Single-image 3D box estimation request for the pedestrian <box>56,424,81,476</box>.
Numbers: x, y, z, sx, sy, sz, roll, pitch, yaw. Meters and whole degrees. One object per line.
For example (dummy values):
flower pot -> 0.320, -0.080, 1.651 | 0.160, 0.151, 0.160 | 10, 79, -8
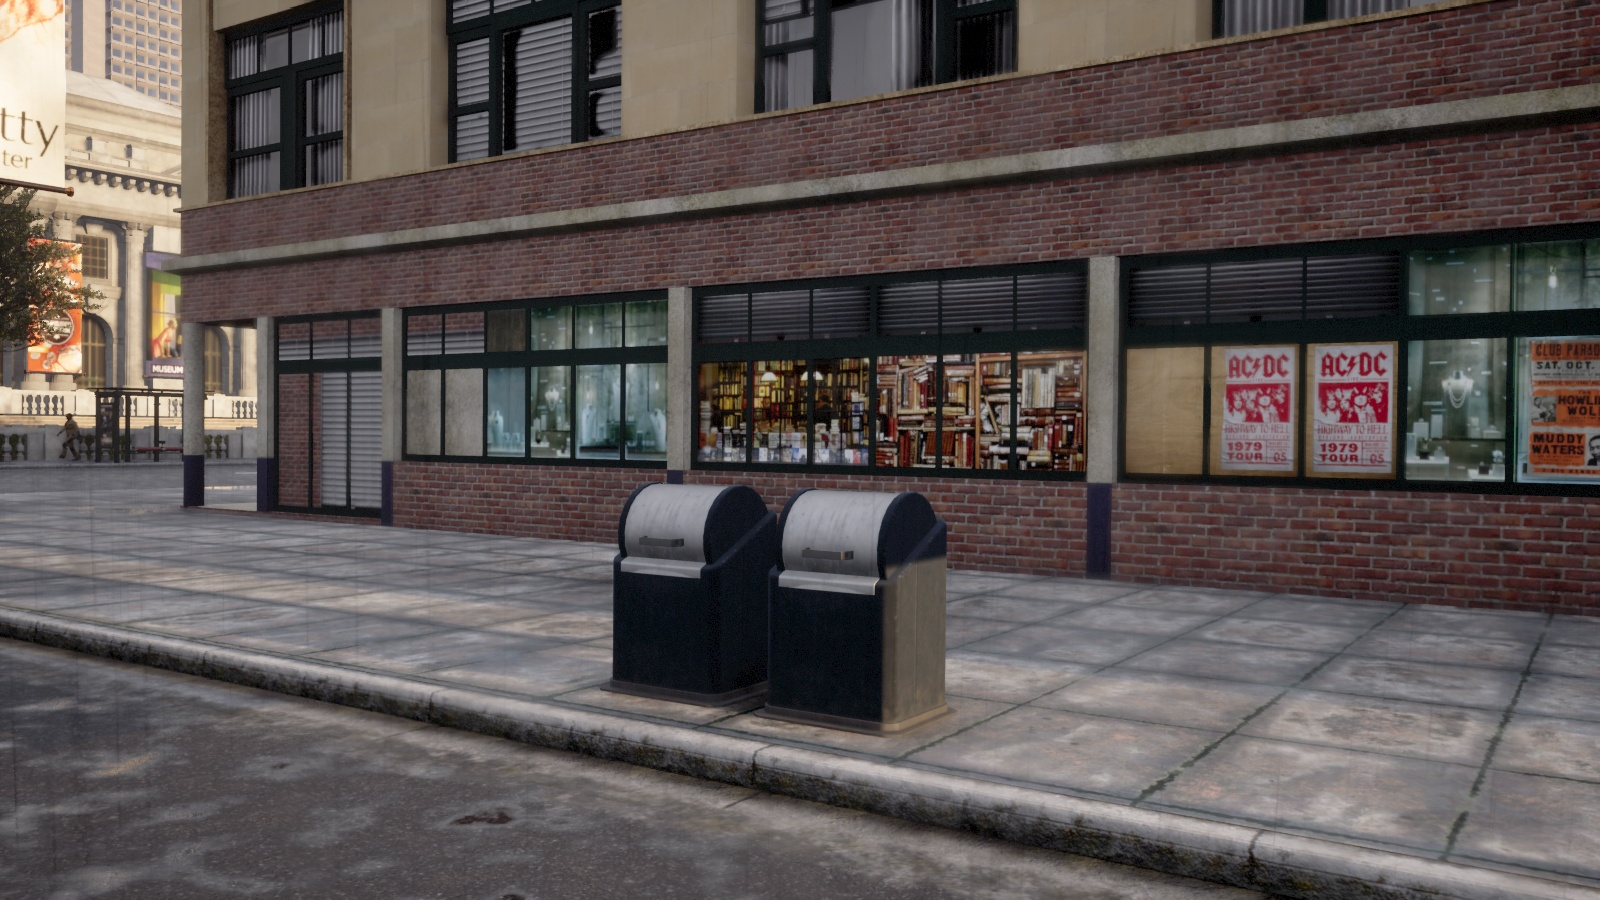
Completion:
pedestrian -> -27.391, -0.006, 47.016 | 0.396, 1.930, 0.692 | 0, 1, 26
